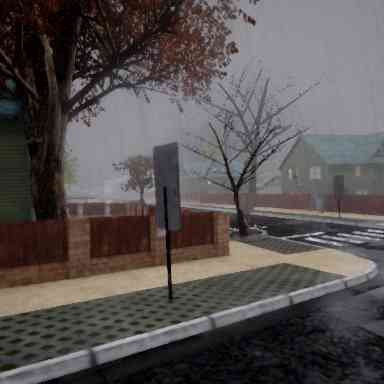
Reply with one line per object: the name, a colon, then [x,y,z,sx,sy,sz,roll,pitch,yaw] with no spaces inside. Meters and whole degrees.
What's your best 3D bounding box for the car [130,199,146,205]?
car: [-8.991,1.846,55.083,1.895,1.301,4.718,-3,1,-22]
